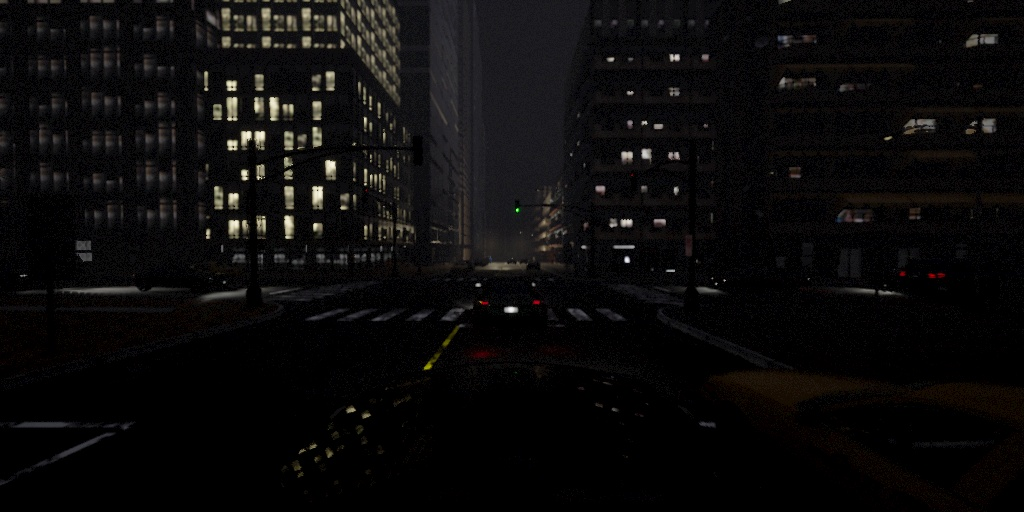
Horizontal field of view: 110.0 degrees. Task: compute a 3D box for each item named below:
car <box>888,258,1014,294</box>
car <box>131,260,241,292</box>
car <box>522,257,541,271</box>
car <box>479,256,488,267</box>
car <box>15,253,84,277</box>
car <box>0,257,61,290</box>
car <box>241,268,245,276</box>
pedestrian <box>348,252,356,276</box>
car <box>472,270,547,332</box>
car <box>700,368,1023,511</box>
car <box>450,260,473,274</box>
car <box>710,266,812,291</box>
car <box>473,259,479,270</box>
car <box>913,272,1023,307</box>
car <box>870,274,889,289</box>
[{"bbox_3d":[23.979,1.174,18.927,5.566,2.045,2.150,0,1,1],"label":"car"},{"bbox_3d":[-17.866,1.123,19.469,4.674,1.442,1.812,1,1,2],"label":"car"},{"bbox_3d":[2.670,1.207,45.279,2.007,1.370,4.403,0,0,0],"label":"car"},{"bbox_3d":[-5.719,1.166,62.238,1.888,1.381,4.507,0,0,0],"label":"car"},{"bbox_3d":[-33.624,0.666,25.493,5.009,1.841,2.192,0,0,1],"label":"car"},{"bbox_3d":[-27.781,1.002,19.609,4.902,1.511,2.128,1,1,1],"label":"car"},{"bbox_3d":[-21.677,0.983,25.294,4.829,1.417,1.751,0,0,1],"label":"car"},{"bbox_3d":[-12.560,0.622,28.132,0.375,1.860,0.375,0,1,1],"label":"pedestrian"},{"bbox_3d":[-0.171,1.294,10.877,1.994,1.385,4.181,0,0,-4],"label":"car"},{"bbox_3d":[2.820,1.276,1.839,1.751,1.417,4.829,0,0,0],"label":"car"},{"bbox_3d":[-5.708,1.193,39.450,1.751,1.417,4.829,0,0,0],"label":"car"},{"bbox_3d":[15.345,1.369,22.227,5.357,1.411,2.033,0,1,1],"label":"car"},{"bbox_3d":[-5.711,1.222,45.275,1.948,1.339,4.313,0,0,0],"label":"car"},{"bbox_3d":[21.710,1.548,16.362,4.313,1.339,1.948,0,0,1],"label":"car"},{"bbox_3d":[25.694,1.455,22.088,5.357,1.411,2.033,0,1,1],"label":"car"}]
